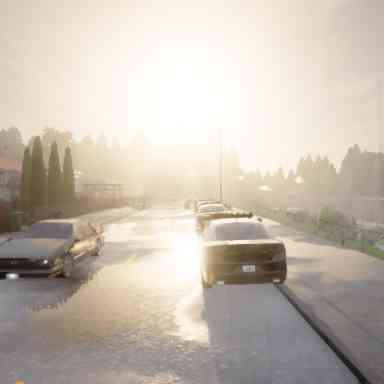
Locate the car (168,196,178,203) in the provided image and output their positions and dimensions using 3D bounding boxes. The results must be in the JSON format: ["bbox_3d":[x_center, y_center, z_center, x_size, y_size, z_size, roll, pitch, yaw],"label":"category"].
[{"bbox_3d":[-4.079,1.564,70.870,1.994,1.385,4.181,0,0,0],"label":"car"}]

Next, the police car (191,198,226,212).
[{"bbox_3d":[1.122,1.375,19.346,1.930,1.638,5.238,-4,0,0],"label":"police car"}]

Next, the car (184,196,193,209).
[{"bbox_3d":[-0.015,1.564,45.227,1.994,1.385,4.181,0,0,0],"label":"car"}]

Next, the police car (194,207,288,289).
[{"bbox_3d":[1.150,1.401,9.354,1.930,1.638,5.238,-2,-1,0],"label":"police car"}]

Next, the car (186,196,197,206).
[{"bbox_3d":[-0.063,1.505,57.588,1.837,1.490,4.892,0,0,0],"label":"car"}]

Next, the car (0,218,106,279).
[{"bbox_3d":[-4.112,1.547,10.280,2.033,1.411,5.357,0,0,0],"label":"car"}]

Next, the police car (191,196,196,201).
[{"bbox_3d":[1.118,1.375,25.338,1.930,1.638,5.238,-4,0,0],"label":"police car"}]
